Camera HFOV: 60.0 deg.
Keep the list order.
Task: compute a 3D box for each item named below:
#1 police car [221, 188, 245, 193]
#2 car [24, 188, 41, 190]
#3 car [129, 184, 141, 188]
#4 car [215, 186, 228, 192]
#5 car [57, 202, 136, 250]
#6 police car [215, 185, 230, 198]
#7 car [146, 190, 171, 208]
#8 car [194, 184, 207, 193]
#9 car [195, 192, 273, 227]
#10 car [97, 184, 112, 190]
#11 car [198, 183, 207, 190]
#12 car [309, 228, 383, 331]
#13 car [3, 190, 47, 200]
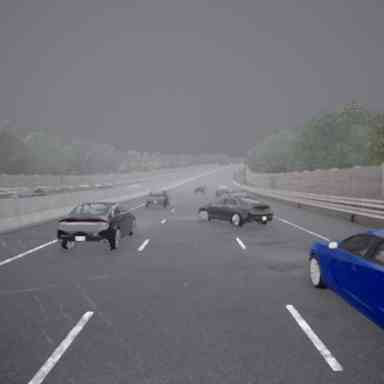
[{"bbox_3d":[3.763,0.702,27.182,2.038,1.542,4.974,0,2,1],"label":"police car"},{"bbox_3d":[-17.121,0.411,35.289,1.837,1.490,4.892,0,1,2],"label":"car"},{"bbox_3d":[-12.048,-1.001,70.356,1.812,1.442,4.674,0,2,3],"label":"car"},{"bbox_3d":[4.044,0.331,38.063,2.128,1.511,4.902,0,2,2],"label":"car"},{"bbox_3d":[-3.345,1.115,12.434,2.128,1.511,4.902,0,2,0],"label":"car"},{"bbox_3d":[4.433,-0.130,49.048,1.930,1.638,5.238,0,2,2],"label":"police car"},{"bbox_3d":[-3.046,0.568,30.669,2.128,1.511,4.902,0,2,1],"label":"car"},{"bbox_3d":[1.425,-0.511,60.685,1.837,1.490,4.892,0,3,3],"label":"car"},{"bbox_3d":[2.221,0.968,18.165,1.837,1.490,4.892,-1,2,-32],"label":"car"},{"bbox_3d":[-18.966,-1.121,71.978,1.895,1.301,4.718,0,2,3],"label":"car"},{"bbox_3d":[2.603,-1.319,80.412,2.033,1.411,5.357,0,3,4],"label":"car"},{"bbox_3d":[3.500,1.311,5.401,1.882,1.535,5.008,0,2,0],"label":"car"},{"bbox_3d":[-13.833,0.775,27.192,1.895,1.301,4.718,0,2,1],"label":"car"}]
